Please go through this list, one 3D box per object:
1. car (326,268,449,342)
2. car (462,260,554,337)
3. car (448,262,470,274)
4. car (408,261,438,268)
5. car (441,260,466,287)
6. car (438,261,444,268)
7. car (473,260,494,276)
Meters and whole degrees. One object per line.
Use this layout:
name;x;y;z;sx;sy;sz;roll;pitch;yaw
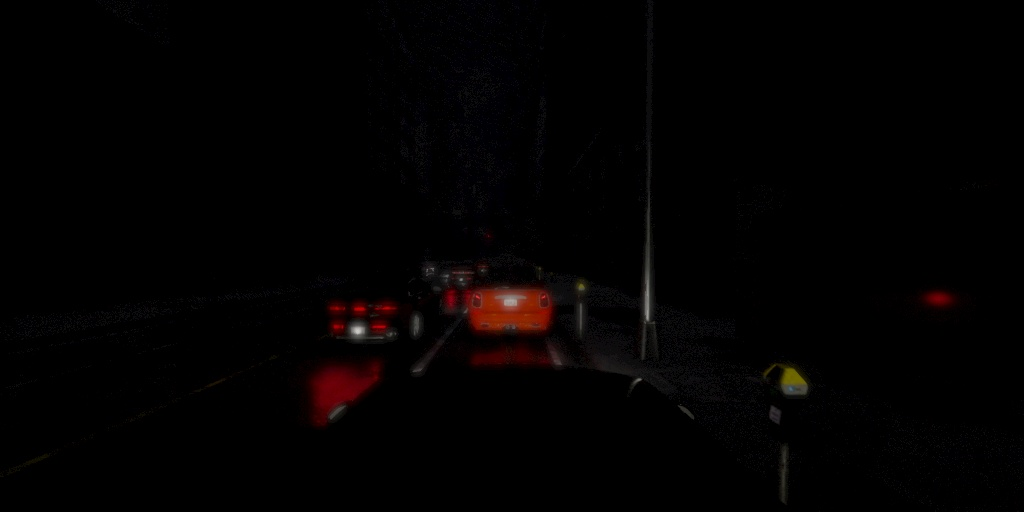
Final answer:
car;-3.146;1.254;9.740;1.837;1.490;4.892;0;0;0
car;-0.032;1.101;10.472;2.097;1.767;4.553;0;0;0
car;-6.207;1.353;42.338;1.895;1.301;4.718;0;0;0
car;-8.909;1.189;34.934;1.967;1.591;4.097;0;0;0
car;-3.077;1.239;24.311;2.128;1.511;4.902;0;0;0
car;-8.909;1.317;40.439;1.948;1.339;4.313;0;0;0
car;-3.078;1.256;39.167;1.837;1.490;4.892;0;0;0
